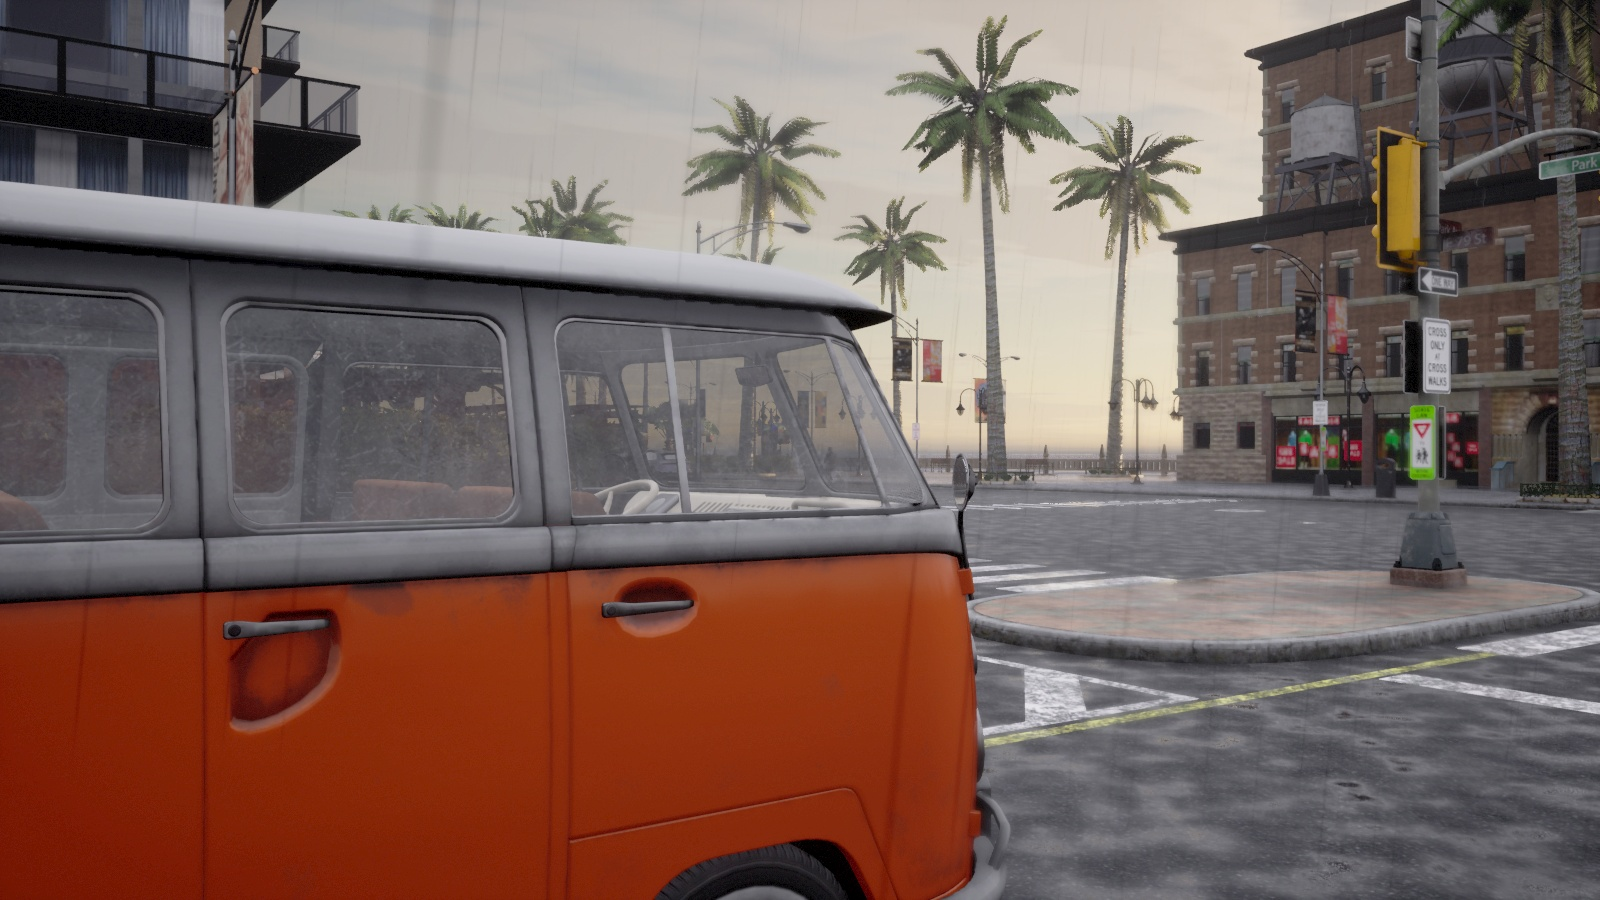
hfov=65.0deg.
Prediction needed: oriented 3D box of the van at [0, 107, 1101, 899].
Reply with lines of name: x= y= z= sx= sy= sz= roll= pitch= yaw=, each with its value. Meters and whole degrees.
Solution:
van: x=-1.588 y=0.507 z=2.554 sx=4.442 sy=1.987 sz=1.775 roll=0 pitch=0 yaw=-35
